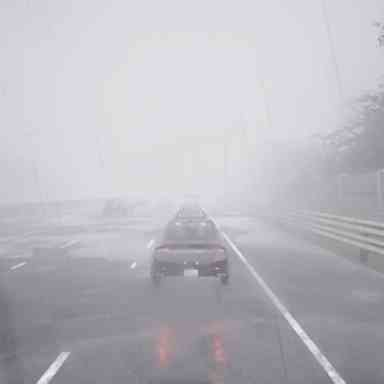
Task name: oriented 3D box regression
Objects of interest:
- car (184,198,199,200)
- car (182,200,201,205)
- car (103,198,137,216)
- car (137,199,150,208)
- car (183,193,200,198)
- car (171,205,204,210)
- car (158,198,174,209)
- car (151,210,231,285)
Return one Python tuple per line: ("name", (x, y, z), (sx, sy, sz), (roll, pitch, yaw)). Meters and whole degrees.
("car", (-0.011, 1.552, 33.475), (1.994, 1.385, 4.181), (0, 0, 0))
("car", (-0.081, 1.538, 24.657), (2.033, 1.411, 5.357), (0, 0, 0))
("car", (-7.004, 1.341, 31.981), (2.097, 1.767, 4.553), (0, 0, 0))
("car", (-7.050, 1.584, 46.275), (1.895, 1.301, 4.718), (0, 0, 0))
("car", (-0.052, 1.206, 46.476), (2.150, 2.045, 5.566), (0, 0, 0))
("car", (-0.056, 1.594, 18.291), (1.895, 1.301, 4.718), (0, 0, 0))
("car", (-3.547, 1.531, 44.898), (2.033, 1.411, 5.357), (0, 0, 0))
("car", (-0.030, 1.488, 9.445), (2.128, 1.511, 4.902), (0, 0, 0))
